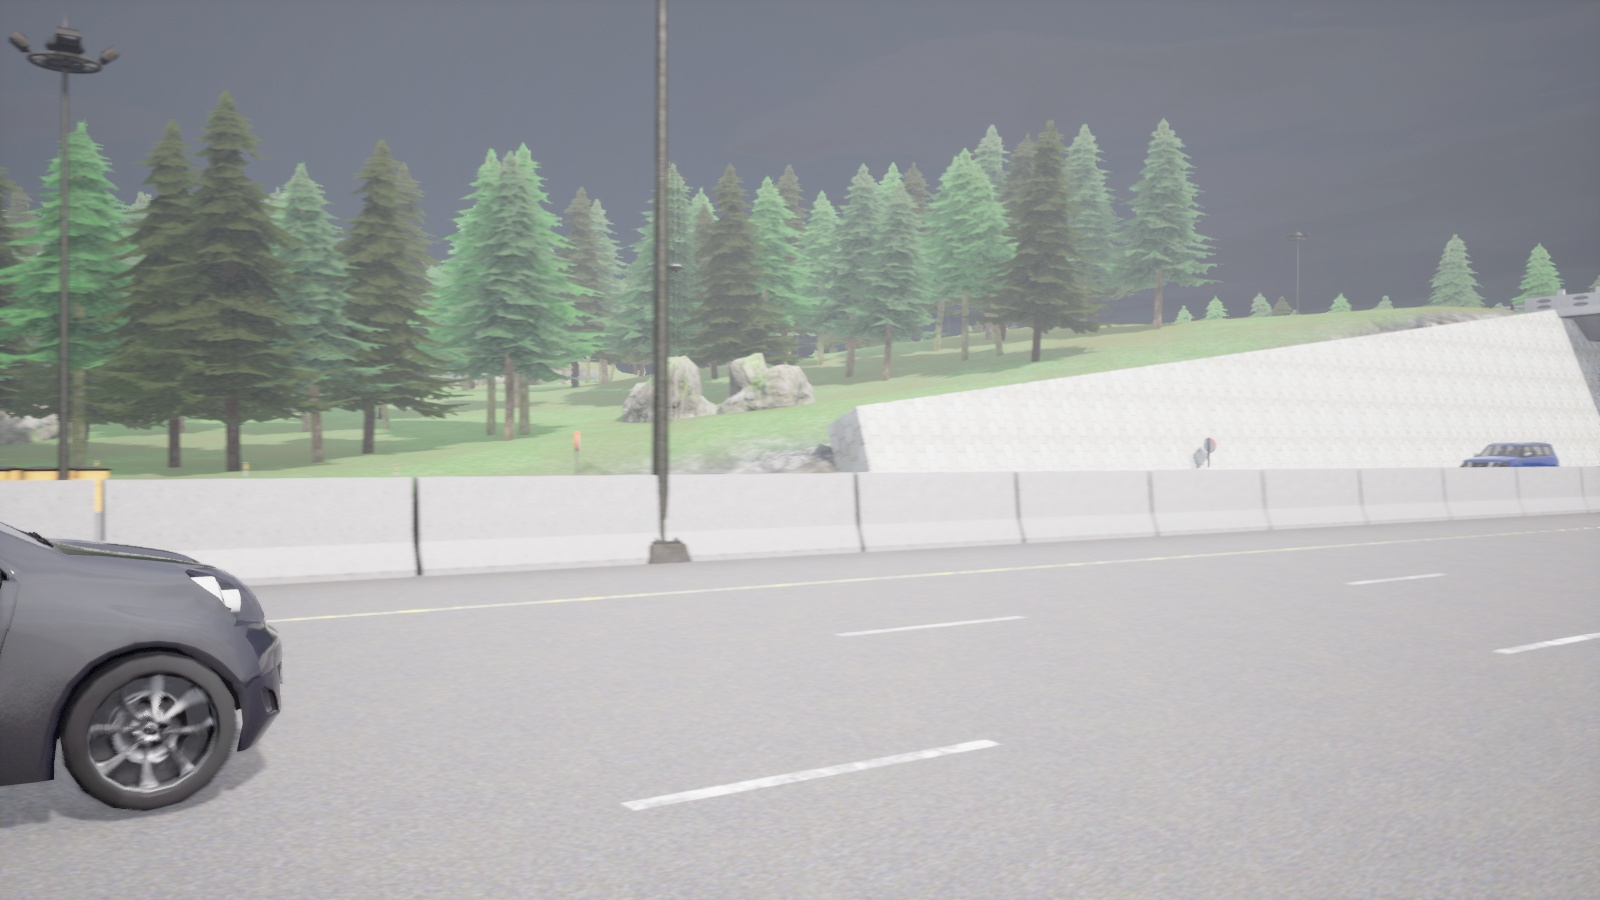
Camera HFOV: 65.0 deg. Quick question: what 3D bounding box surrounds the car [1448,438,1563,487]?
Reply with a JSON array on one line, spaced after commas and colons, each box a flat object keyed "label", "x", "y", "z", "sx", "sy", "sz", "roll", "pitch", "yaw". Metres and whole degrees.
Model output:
[{"label": "car", "x": 30.968, "y": 0.536, "z": 55.065, "sx": 5.566, "sy": 2.045, "sz": 2.150, "roll": 0, "pitch": 0, "yaw": -35}]

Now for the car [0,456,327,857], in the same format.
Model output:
[{"label": "car", "x": -4.048, "y": 0.780, "z": 5.106, "sx": 3.633, "sy": 1.501, "sz": 1.845, "roll": 0, "pitch": 0, "yaw": -35}]
